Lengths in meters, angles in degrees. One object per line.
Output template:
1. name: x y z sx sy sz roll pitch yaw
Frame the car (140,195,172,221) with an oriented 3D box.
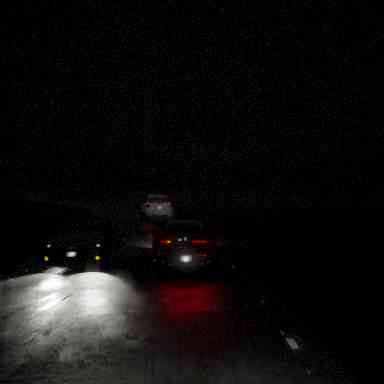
1. car: -3.111 1.274 28.209 2.150 2.045 5.566 0 0 -14

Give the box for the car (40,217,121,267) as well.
1. car: -3.597 1.576 11.429 1.994 1.385 4.181 0 0 -5

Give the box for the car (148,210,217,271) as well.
1. car: -0.342 1.519 11.017 1.837 1.490 4.892 0 -1 -4
